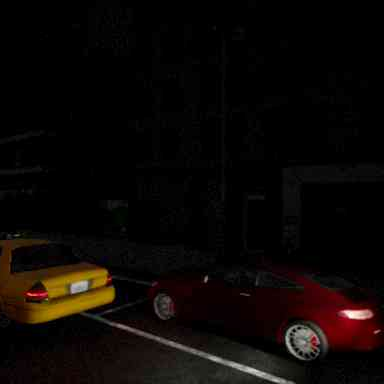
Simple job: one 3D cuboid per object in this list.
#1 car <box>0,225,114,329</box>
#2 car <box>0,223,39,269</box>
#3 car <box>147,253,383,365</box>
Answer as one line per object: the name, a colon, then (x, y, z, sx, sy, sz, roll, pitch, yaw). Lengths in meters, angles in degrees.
car: (-3.992, 1.646, 7.280, 5.366, 1.575, 1.801, -1, -2, 37)
car: (-7.738, 1.900, 12.516, 4.206, 1.307, 1.802, -1, -2, 37)
car: (1.075, 1.765, 5.931, 4.206, 1.307, 1.802, -1, -2, 37)
